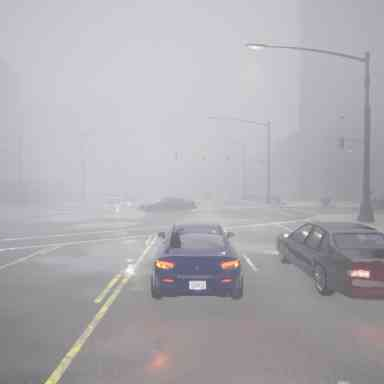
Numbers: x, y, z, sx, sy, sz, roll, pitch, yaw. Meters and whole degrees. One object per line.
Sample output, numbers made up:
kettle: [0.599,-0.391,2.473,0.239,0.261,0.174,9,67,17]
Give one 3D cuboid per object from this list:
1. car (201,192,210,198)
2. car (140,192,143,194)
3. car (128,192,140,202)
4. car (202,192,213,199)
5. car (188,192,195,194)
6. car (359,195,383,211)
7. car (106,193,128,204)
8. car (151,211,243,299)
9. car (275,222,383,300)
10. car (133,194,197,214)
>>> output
car: [3.430,0.804,86.277,2.033,1.411,5.357,0,0,0]
car: [-10.577,0.801,66.075,1.882,1.535,5.008,0,0,0]
car: [-10.605,0.845,55.922,2.128,1.511,4.902,0,0,0]
car: [3.467,0.857,73.408,1.994,1.385,4.181,0,0,0]
car: [-0.061,0.773,75.024,1.882,1.535,5.008,0,0,0]
car: [19.107,1.012,32.760,5.008,1.535,1.882,-1,1,1]
car: [-10.605,0.933,46.143,1.812,1.442,4.674,0,0,0]
car: [0.104,1.440,8.126,1.812,1.442,4.674,0,1,0]
car: [3.603,1.461,8.396,2.033,1.411,5.357,0,1,0]
car: [-2.176,1.147,29.845,5.357,1.411,2.033,0,1,-33]
